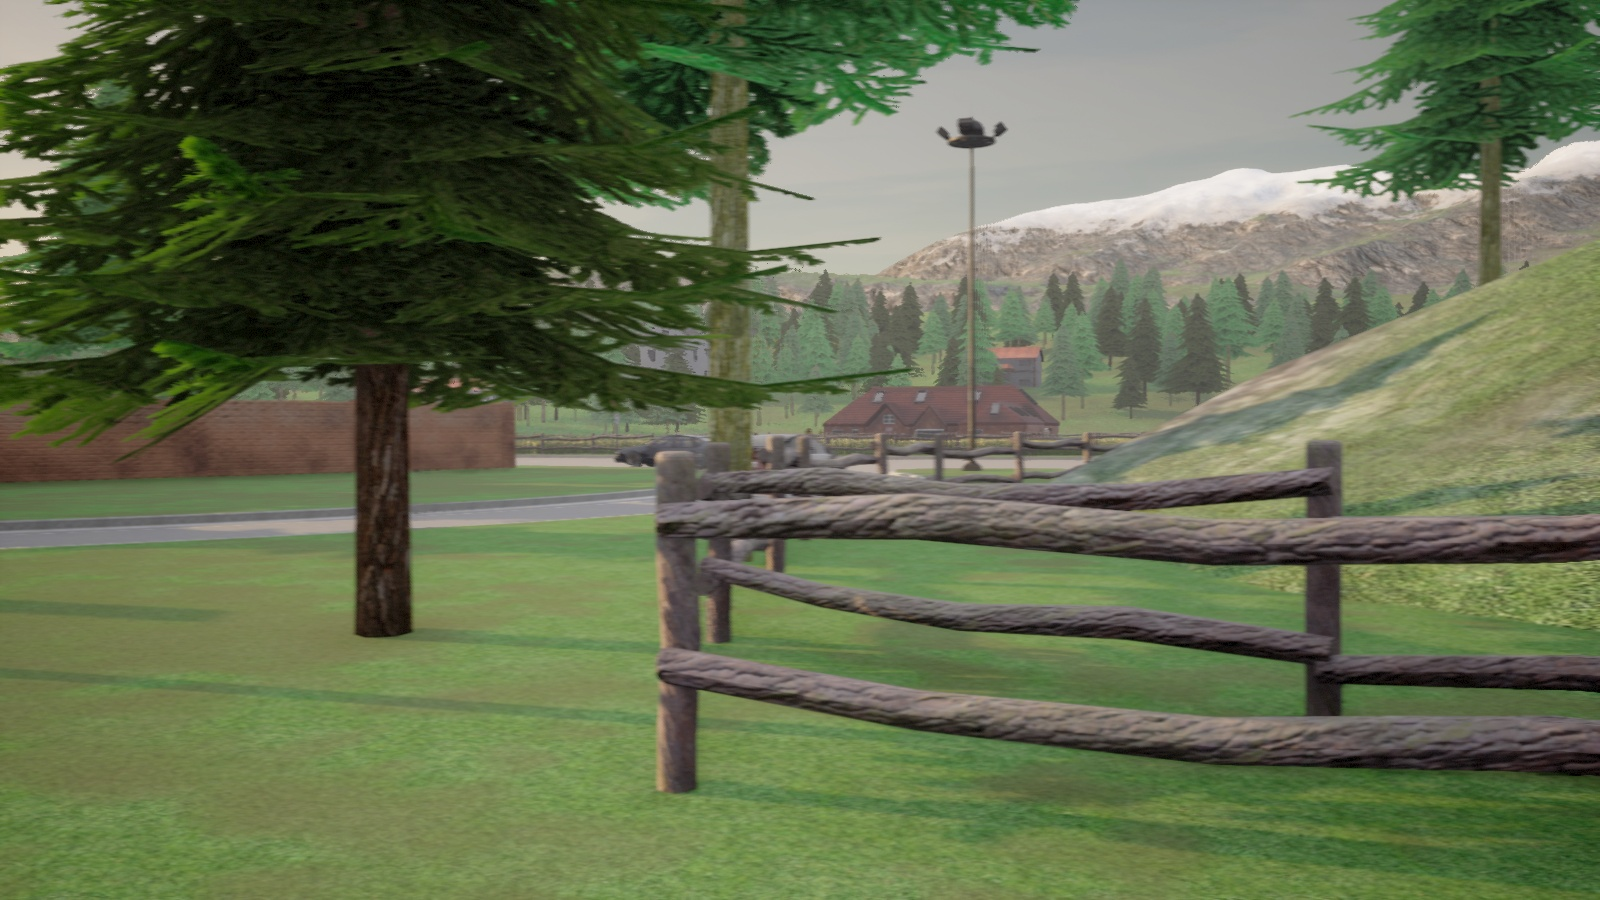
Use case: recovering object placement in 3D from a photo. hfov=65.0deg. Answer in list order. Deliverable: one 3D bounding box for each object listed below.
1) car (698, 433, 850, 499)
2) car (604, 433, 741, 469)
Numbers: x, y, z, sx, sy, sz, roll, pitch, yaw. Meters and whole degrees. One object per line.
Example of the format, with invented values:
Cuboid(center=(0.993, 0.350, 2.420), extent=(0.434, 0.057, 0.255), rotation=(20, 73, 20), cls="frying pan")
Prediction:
Cuboid(center=(-0.528, 0.322, 31.296), extent=(2.163, 1.488, 4.792), rotation=(1, 1, 20), cls="car")
Cuboid(center=(-5.345, 0.008, 52.631), extent=(5.357, 1.411, 2.033), rotation=(1, 1, 19), cls="car")
